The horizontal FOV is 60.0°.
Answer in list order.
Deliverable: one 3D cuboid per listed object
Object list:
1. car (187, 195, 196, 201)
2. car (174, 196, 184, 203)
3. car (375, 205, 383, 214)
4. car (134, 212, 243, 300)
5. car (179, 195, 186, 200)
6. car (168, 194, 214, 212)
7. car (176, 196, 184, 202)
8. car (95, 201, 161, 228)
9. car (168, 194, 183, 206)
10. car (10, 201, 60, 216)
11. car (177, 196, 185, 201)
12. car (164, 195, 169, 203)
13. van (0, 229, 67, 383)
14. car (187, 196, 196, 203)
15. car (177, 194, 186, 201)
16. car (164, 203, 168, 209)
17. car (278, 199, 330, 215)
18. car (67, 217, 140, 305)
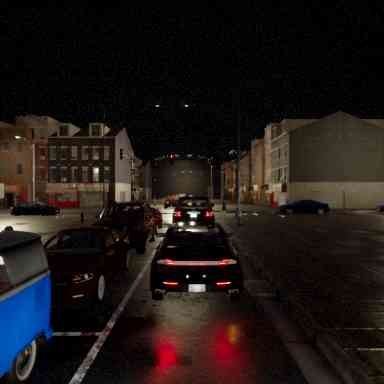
[{"bbox_3d":[-0.087,1.605,86.236,2.128,1.511,4.902,0,0,0],"label":"car"},{"bbox_3d":[-2.717,1.605,72.547,2.008,1.369,4.403,0,0,0],"label":"car"},{"bbox_3d":[21.206,1.554,33.781,4.674,1.442,1.812,0,0,0],"label":"car"},{"bbox_3d":[0.090,1.491,8.331,2.128,1.511,4.902,0,0,0],"label":"car"},{"bbox_3d":[-2.740,1.537,94.256,1.967,1.590,4.097,0,0,0],"label":"car"},{"bbox_3d":[0.081,1.223,18.524,2.150,2.045,5.566,0,0,0],"label":"car"},{"bbox_3d":[-2.722,1.589,77.805,1.752,1.417,4.829,0,0,0],"label":"car"},{"bbox_3d":[-2.658,1.315,13.570,2.192,1.841,5.009,0,0,0],"label":"car"},{"bbox_3d":[-2.702,1.345,56.267,2.192,1.841,5.009,0,0,0],"label":"car"},{"bbox_3d":[-14.484,1.571,30.859,4.181,1.385,1.994,0,0,0],"label":"car"},{"bbox_3d":[-2.727,1.640,83.401,1.947,1.339,4.313,0,0,0],"label":"car"},{"bbox_3d":[-2.691,1.333,45.413,2.192,1.841,5.009,0,0,0],"label":"car"},{"bbox_3d":[-2.646,1.341,2.702,1.690,1.788,3.998,0,0,0],"label":"van"},{"bbox_3d":[-0.057,1.528,70.045,1.882,1.535,5.008,0,0,0],"label":"car"},{"bbox_3d":[-2.735,1.400,88.829,2.192,1.841,5.009,0,0,0],"label":"car"},{"bbox_3d":[-2.662,1.546,19.003,1.887,1.381,4.507,0,0,0],"label":"car"},{"bbox_3d":[11.313,1.492,33.793,5.008,1.535,1.882,0,0,0],"label":"car"},{"bbox_3d":[-2.651,1.544,8.136,1.887,1.381,4.507,0,0,0],"label":"car"}]
